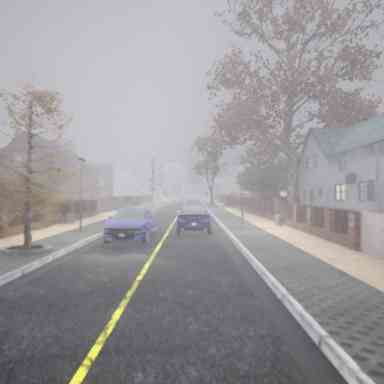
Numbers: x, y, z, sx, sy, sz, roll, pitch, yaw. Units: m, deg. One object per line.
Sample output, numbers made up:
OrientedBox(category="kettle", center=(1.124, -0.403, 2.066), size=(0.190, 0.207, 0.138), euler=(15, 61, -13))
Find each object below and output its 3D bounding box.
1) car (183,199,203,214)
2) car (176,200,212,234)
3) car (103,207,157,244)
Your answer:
OrientedBox(category="car", center=(0.110, 1.561, 37.379), size=(2.033, 1.411, 5.357), euler=(0, 0, 0))
OrientedBox(category="car", center=(0.108, 1.485, 19.425), size=(1.882, 1.535, 5.008), euler=(0, 0, 0))
OrientedBox(category="car", center=(-2.830, 1.483, 15.961), size=(1.882, 1.535, 5.008), euler=(0, 0, 0))
